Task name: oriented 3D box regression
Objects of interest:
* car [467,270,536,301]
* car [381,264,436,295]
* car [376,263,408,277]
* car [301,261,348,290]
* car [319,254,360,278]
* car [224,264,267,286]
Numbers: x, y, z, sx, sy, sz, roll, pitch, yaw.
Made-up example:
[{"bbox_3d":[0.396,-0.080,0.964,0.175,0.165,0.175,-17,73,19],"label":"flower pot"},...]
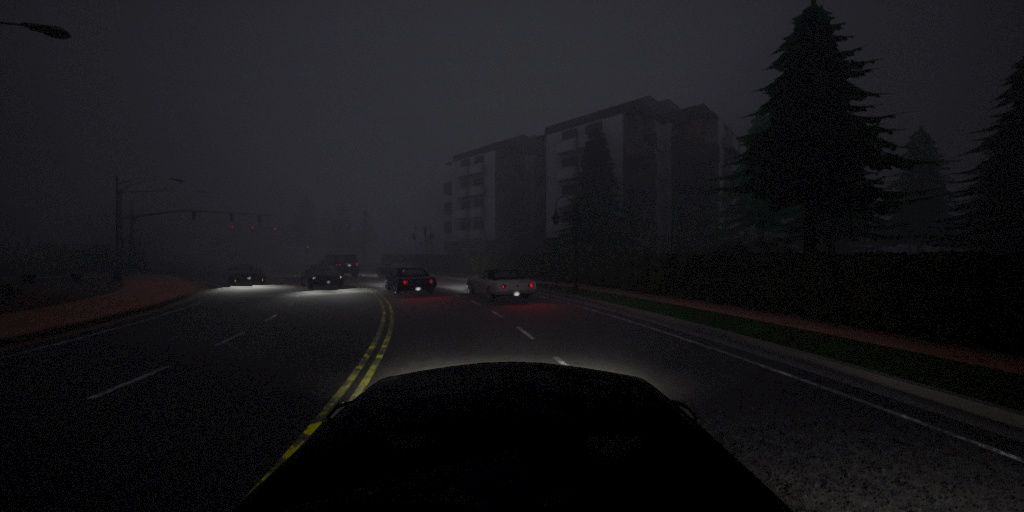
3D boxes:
[{"bbox_3d":[-0.688,1.302,17.230,1.895,1.301,4.718,0,0,-23],"label":"car"},{"bbox_3d":[-5.645,1.295,19.471,1.895,1.301,4.718,0,0,-28],"label":"car"},{"bbox_3d":[-10.095,1.258,31.316,1.895,1.301,4.718,0,0,-43],"label":"car"},{"bbox_3d":[-11.848,1.212,22.275,1.812,1.442,4.674,0,0,-37],"label":"car"},{"bbox_3d":[-15.593,0.877,31.913,5.566,2.045,2.150,0,0,44],"label":"car"},{"bbox_3d":[-18.319,1.244,24.546,1.994,1.385,4.181,0,0,-44],"label":"car"}]
